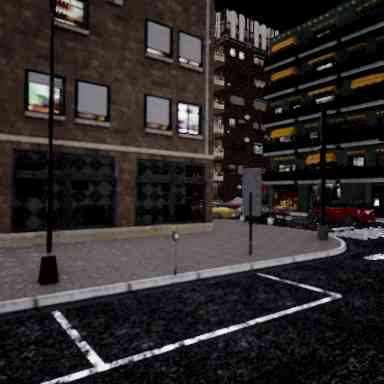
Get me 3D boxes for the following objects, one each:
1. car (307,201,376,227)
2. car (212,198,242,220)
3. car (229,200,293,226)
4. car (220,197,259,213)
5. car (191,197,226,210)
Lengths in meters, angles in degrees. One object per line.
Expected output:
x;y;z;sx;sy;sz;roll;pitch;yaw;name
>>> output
10.758;1.441;24.337;2.097;1.767;4.553;1;0;-33;car
1.836;1.449;27.673;1.752;1.417;4.829;2;0;-36;car
5.011;1.550;23.308;2.008;1.369;4.403;2;0;-36;car
5.258;1.393;37.217;1.967;1.590;4.097;2;0;-36;car
1.980;1.426;41.718;2.008;1.369;4.403;2;0;-36;car
